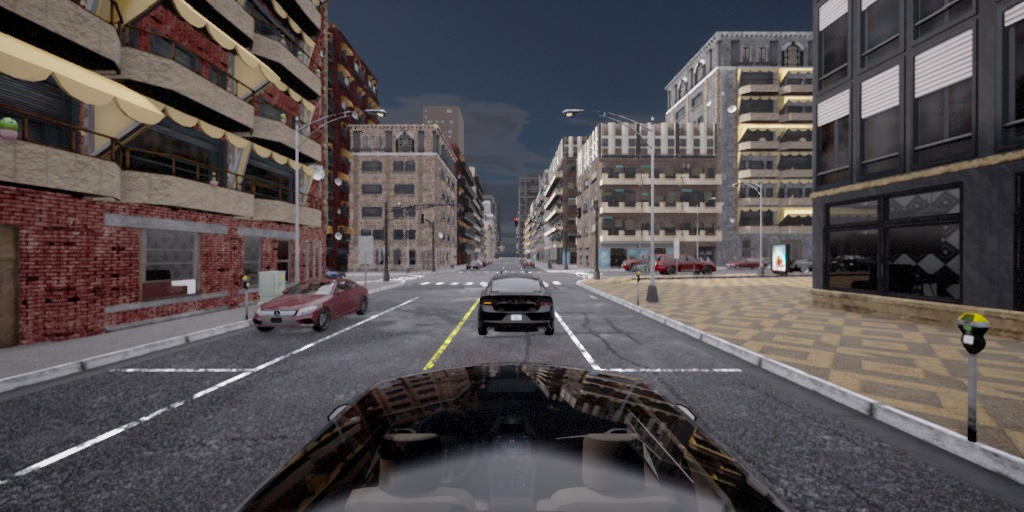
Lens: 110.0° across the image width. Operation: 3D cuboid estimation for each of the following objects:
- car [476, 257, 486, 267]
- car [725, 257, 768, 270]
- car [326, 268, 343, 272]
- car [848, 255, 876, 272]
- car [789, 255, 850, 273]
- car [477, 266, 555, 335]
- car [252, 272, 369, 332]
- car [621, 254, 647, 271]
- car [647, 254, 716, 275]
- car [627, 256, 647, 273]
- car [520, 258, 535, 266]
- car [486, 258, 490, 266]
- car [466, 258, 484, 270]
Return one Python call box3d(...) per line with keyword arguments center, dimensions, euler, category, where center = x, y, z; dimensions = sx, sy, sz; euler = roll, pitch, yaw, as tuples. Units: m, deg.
box3d(center=(-5.672, 1.254, 58.361), dimensions=(1.751, 1.417, 4.829), euler=(0, 0, 0), category="car")
box3d(center=(25.679, 0.798, 39.270), dimensions=(4.207, 1.307, 1.802), euler=(0, 0, 0), category="car")
box3d(center=(-18.277, 1.592, 33.113), dimensions=(5.357, 1.411, 2.033), euler=(-1, 0, -1), category="car")
box3d(center=(31.360, 0.698, 30.937), dimensions=(4.313, 1.339, 1.948), euler=(0, 0, 0), category="car")
box3d(center=(25.812, 0.802, 30.891), dimensions=(4.313, 1.339, 1.948), euler=(0, 0, 0), category="car")
box3d(center=(0.101, 1.222, 10.482), dimensions=(1.882, 1.535, 5.008), euler=(0, 0, 0), category="car")
box3d(center=(-5.739, 1.326, 10.826), dimensions=(1.802, 1.307, 4.207), euler=(0, 0, 0), category="car")
box3d(center=(14.587, 0.738, 39.177), dimensions=(5.009, 1.841, 2.192), euler=(0, 0, 0), category="car")
box3d(center=(14.719, 0.758, 30.798), dimensions=(5.009, 1.841, 2.192), euler=(0, 0, 0), category="car")
box3d(center=(14.455, 0.995, 36.585), dimensions=(4.181, 1.385, 1.994), euler=(-1, 0, -1), category="car")
box3d(center=(2.708, 1.169, 58.530), dimensions=(1.967, 1.591, 4.097), euler=(0, 0, 0), category="car")
box3d(center=(-5.670, 1.043, 64.214), dimensions=(2.192, 1.841, 5.009), euler=(0, 0, 0), category="car")
box3d(center=(-5.674, 1.295, 52.849), dimensions=(1.948, 1.339, 4.313), euler=(0, 0, 0), category="car")
